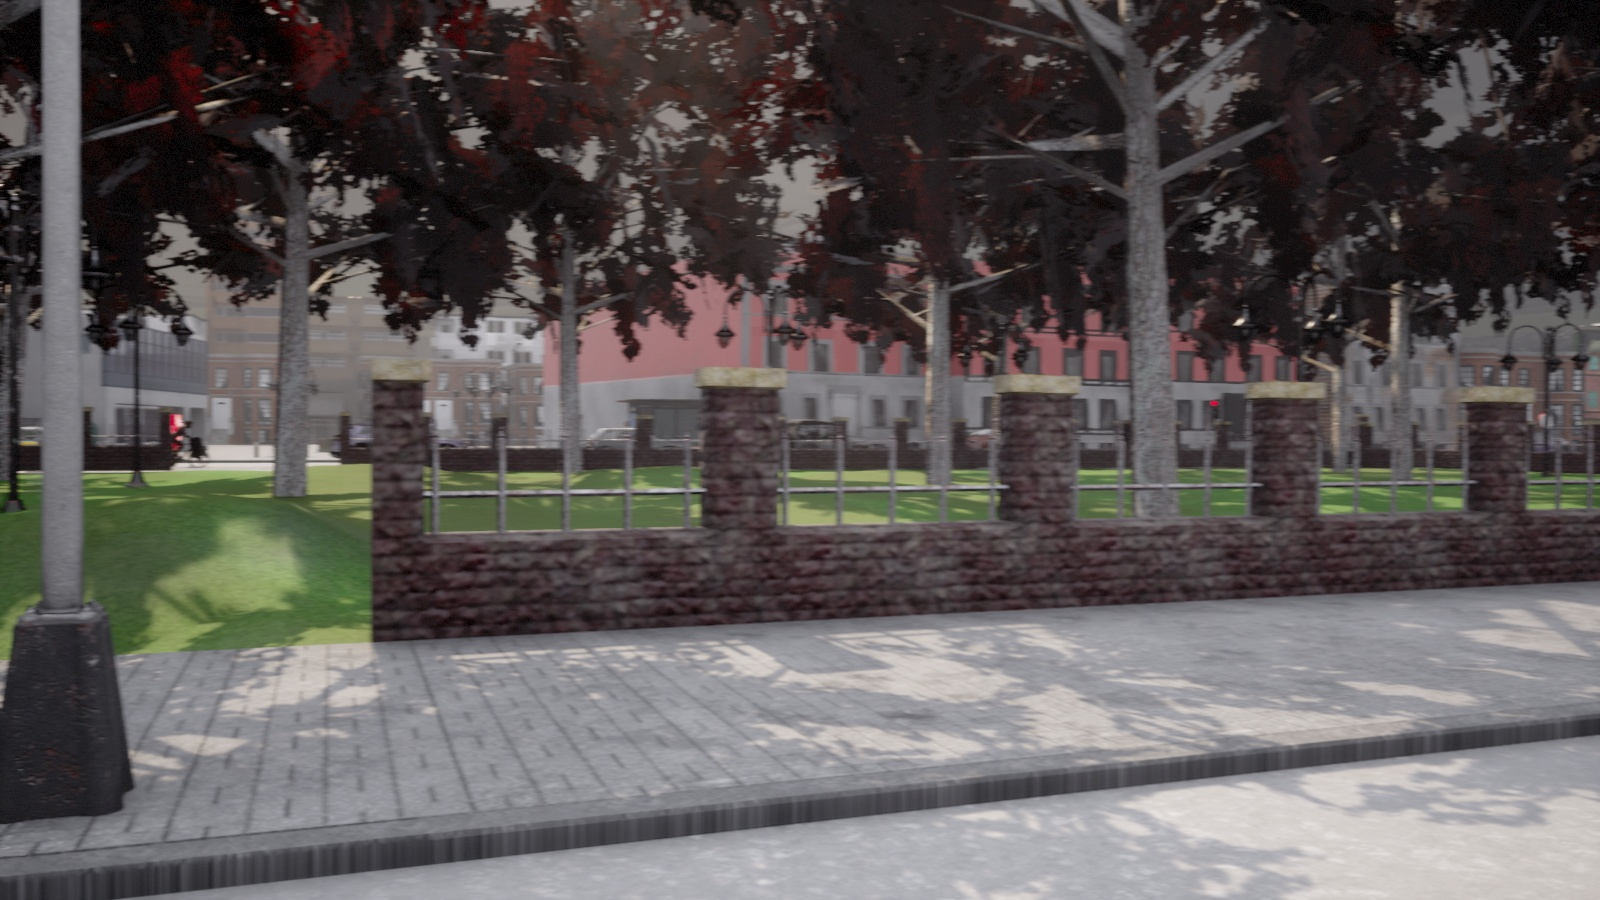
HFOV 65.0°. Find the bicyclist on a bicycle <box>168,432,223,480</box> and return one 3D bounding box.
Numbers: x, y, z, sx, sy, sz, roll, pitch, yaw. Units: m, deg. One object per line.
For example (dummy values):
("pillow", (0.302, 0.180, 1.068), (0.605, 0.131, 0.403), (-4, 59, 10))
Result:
("bicyclist on a bicycle", (-20.739, 0.196, 43.106), (1.656, 1.620, 0.582), (-1, 1, -20))

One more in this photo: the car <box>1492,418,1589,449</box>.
("car", (41.410, -0.935, 70.215), (4.856, 1.649, 2.033), (-1, 1, -20))

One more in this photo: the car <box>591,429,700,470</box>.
("car", (-5.981, -0.038, 48.533), (3.806, 1.475, 1.970), (-1, 1, -20))

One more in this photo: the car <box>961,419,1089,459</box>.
("car", (9.714, -0.487, 54.314), (5.027, 1.651, 2.152), (-1, 1, -19))

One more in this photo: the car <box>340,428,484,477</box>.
("car", (-14.073, 0.062, 45.556), (4.856, 1.649, 2.033), (-1, 1, -20))

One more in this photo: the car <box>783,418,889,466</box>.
("car", (1.474, -0.332, 51.271), (3.866, 1.878, 1.905), (-1, 1, -20))

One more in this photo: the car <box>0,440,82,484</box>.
("car", (-25.136, 0.371, 41.491), (2.207, 1.376, 1.481), (-1, 1, -20))
